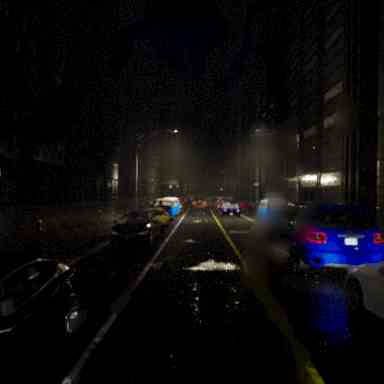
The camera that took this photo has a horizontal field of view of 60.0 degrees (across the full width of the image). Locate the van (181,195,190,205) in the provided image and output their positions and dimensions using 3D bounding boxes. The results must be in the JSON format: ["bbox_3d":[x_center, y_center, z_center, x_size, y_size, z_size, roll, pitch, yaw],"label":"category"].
[{"bbox_3d":[-1.288,1.575,65.925,1.690,1.788,3.998,1,0,1],"label":"van"}]

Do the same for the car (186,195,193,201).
[{"bbox_3d":[-0.635,1.786,94.120,1.967,1.590,4.097,1,0,1],"label":"car"}]

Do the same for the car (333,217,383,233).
[{"bbox_3d":[5.925,1.668,9.337,1.887,1.381,4.507,1,0,1],"label":"car"}]

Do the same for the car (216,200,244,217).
[{"bbox_3d":[3.772,1.786,33.474,1.895,1.301,4.718,1,0,2],"label":"car"}]

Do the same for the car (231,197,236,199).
[{"bbox_3d":[6.840,1.870,48.811,1.802,1.307,4.206,1,0,1],"label":"car"}]

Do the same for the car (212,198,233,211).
[{"bbox_3d":[3.981,1.830,44.268,1.895,1.301,4.718,1,0,2],"label":"car"}]

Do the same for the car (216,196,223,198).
[{"bbox_3d":[7.624,1.971,82.646,1.887,1.381,4.507,1,0,1],"label":"car"}]

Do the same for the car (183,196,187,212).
[{"bbox_3d":[-1.943,1.558,37.727,1.967,1.590,4.097,1,0,1],"label":"car"}]

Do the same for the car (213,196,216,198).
[{"bbox_3d":[7.886,2.021,93.924,2.008,1.369,4.403,1,0,1],"label":"car"}]

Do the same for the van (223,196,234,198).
[{"bbox_3d":[7.103,1.676,60.090,1.690,1.788,3.998,1,0,1],"label":"van"}]

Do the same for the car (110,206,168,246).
[{"bbox_3d":[-2.467,1.574,15.170,2.008,1.369,4.403,1,0,1],"label":"car"}]

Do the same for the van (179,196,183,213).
[{"bbox_3d":[-2.072,1.435,32.088,1.690,1.788,3.998,1,0,1],"label":"van"}]

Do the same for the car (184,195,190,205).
[{"bbox_3d":[-1.811,1.456,43.367,2.192,1.841,5.009,1,0,1],"label":"car"}]

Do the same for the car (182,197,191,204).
[{"bbox_3d":[-1.159,1.802,71.563,1.887,1.381,4.507,1,0,1],"label":"car"}]

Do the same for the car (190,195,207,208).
[{"bbox_3d":[1.138,1.566,51.158,2.097,1.767,4.553,1,0,1],"label":"car"}]

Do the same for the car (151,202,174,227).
[{"bbox_3d":[-2.340,1.572,20.639,1.752,1.417,4.829,1,0,1],"label":"car"}]

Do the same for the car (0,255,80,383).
[{"bbox_3d":[-2.728,1.542,3.891,1.947,1.339,4.313,1,0,1],"label":"car"}]

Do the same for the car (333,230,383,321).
[{"bbox_3d":[3.961,1.603,4.845,1.812,1.442,4.674,1,0,1],"label":"car"}]

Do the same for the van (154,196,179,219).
[{"bbox_3d":[-2.203,1.412,26.449,1.690,1.788,3.998,1,0,1],"label":"van"}]

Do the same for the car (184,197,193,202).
[{"bbox_3d":[-0.898,1.869,82.841,1.947,1.339,4.313,1,0,1],"label":"car"}]

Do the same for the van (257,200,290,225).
[{"bbox_3d":[6.319,1.535,26.255,1.690,1.788,3.998,1,0,1],"label":"van"}]

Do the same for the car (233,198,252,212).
[{"bbox_3d":[6.709,1.847,43.172,1.802,1.307,4.206,1,0,1],"label":"car"}]

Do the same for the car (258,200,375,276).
[{"bbox_3d":[3.906,1.321,10.857,2.150,2.045,5.566,1,0,0],"label":"car"}]
